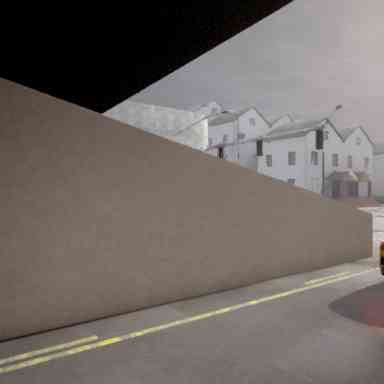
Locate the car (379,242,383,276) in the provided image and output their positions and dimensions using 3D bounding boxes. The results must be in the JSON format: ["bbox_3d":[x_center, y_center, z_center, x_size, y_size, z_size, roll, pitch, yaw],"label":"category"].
[{"bbox_3d":[6.802,1.490,8.602,5.008,1.535,1.882,0,0,-36],"label":"car"}]
